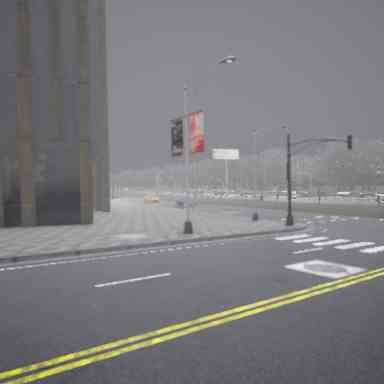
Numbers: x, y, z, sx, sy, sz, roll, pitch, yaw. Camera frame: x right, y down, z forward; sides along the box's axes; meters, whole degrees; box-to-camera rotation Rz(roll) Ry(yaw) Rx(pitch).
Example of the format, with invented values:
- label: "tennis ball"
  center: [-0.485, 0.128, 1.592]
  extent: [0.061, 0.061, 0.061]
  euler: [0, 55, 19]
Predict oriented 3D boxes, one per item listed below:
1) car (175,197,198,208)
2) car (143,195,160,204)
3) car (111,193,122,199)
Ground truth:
- label: "car"
  center: [-0.859, 1.468, 46.743]
  extent: [1.837, 1.490, 4.892]
  euler: [-2, 3, -26]
- label: "car"
  center: [-7.240, 1.287, 59.594]
  extent: [1.882, 1.535, 5.008]
  euler: [-2, 3, -26]
- label: "car"
  center: [-18.857, 1.006, 82.999]
  extent: [1.994, 1.385, 4.181]
  euler: [-2, 2, -26]
